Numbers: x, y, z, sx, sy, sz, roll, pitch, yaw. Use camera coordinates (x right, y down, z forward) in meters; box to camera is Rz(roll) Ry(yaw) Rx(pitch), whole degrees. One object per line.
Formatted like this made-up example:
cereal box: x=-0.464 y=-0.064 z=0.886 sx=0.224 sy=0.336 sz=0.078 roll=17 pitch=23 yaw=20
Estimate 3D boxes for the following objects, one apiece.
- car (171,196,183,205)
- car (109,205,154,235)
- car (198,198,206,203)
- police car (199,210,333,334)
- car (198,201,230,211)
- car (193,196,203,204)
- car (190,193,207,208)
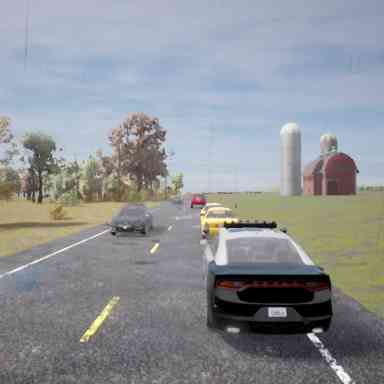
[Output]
car: x=-2.545 y=1.483 z=58.589 sx=1.837 sy=1.490 sz=4.892 roll=0 pitch=0 yaw=1
car: x=-3.247 y=1.503 z=18.713 sx=1.837 sy=1.490 sz=4.892 roll=0 pitch=0 yaw=1
car: x=1.479 y=1.453 z=23.174 sx=1.801 sy=1.575 sz=5.366 roll=0 pitch=0 yaw=1
police car: x=1.203 y=1.425 z=7.095 sx=1.930 sy=1.638 sz=5.238 roll=0 pitch=0 yaw=1
car: x=1.376 y=1.455 z=17.174 sx=1.801 sy=1.575 sz=5.366 roll=0 pitch=0 yaw=1
car: x=1.134 y=1.478 z=64.168 sx=1.837 sy=1.490 sz=4.892 roll=0 pitch=0 yaw=1
car: x=0.906 y=1.208 z=47.273 sx=2.150 sy=2.045 sz=5.566 roll=0 pitch=0 yaw=0
